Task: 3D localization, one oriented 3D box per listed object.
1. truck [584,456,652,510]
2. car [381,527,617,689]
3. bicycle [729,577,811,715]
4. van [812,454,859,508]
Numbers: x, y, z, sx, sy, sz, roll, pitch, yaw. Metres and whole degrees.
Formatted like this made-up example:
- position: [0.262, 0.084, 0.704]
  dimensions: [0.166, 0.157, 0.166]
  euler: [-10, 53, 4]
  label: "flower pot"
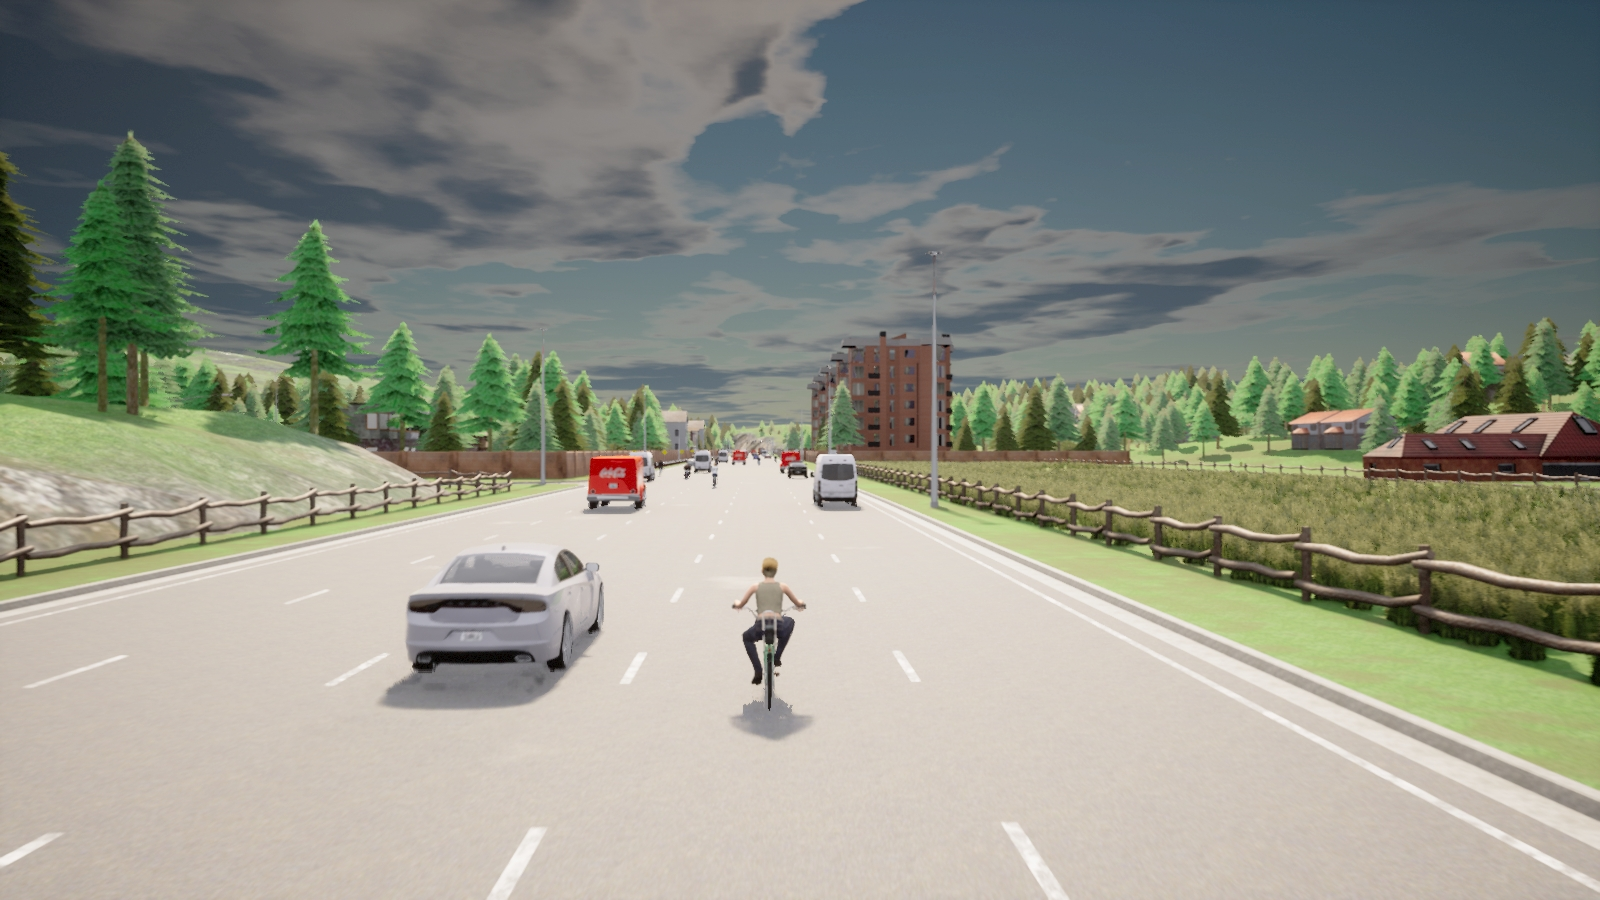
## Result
- position: [-8.692, 1.532, 55.112]
  dimensions: [2.627, 2.467, 5.204]
  euler: [0, 0, -2]
  label: "truck"
- position: [-3.930, 2.022, 15.887]
  dimensions: [2.097, 1.535, 5.006]
  euler: [0, 0, -2]
  label: "car"
- position: [-0.342, 2.148, 12.770]
  dimensions: [0.859, 1.276, 1.487]
  euler: [0, 0, -2]
  label: "bicycle"
- position: [1.725, 1.493, 57.904]
  dimensions: [1.988, 2.561, 5.915]
  euler: [0, 0, -2]
  label: "van"
